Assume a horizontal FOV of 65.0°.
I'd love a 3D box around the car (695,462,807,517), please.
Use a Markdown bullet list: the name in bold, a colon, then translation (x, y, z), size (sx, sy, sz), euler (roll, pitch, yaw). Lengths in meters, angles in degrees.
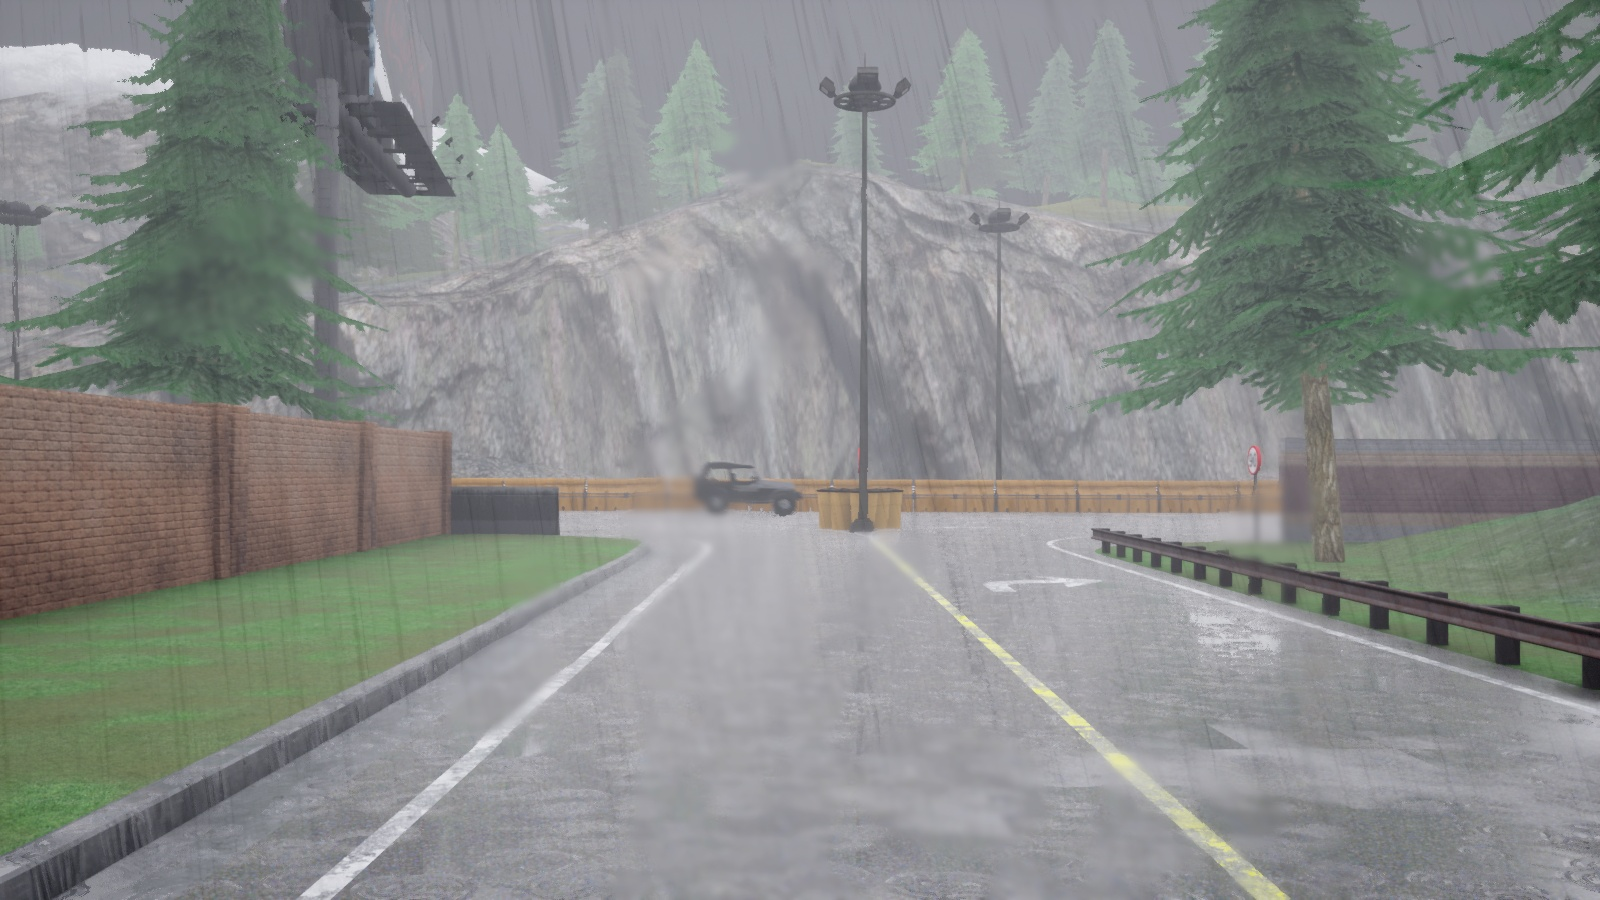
- **car**: translation (-1.709, 1.379, 44.307), size (3.866, 1.878, 1.905), euler (0, -1, -1)
